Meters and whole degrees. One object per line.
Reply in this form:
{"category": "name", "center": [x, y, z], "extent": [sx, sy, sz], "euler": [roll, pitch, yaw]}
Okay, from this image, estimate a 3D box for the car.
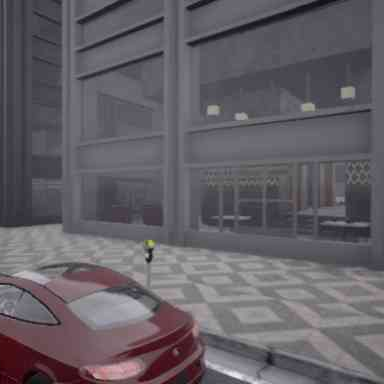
{"category": "car", "center": [-1.804, 1.584, 4.246], "extent": [4.206, 1.307, 1.802], "euler": [0, 0, 35]}
